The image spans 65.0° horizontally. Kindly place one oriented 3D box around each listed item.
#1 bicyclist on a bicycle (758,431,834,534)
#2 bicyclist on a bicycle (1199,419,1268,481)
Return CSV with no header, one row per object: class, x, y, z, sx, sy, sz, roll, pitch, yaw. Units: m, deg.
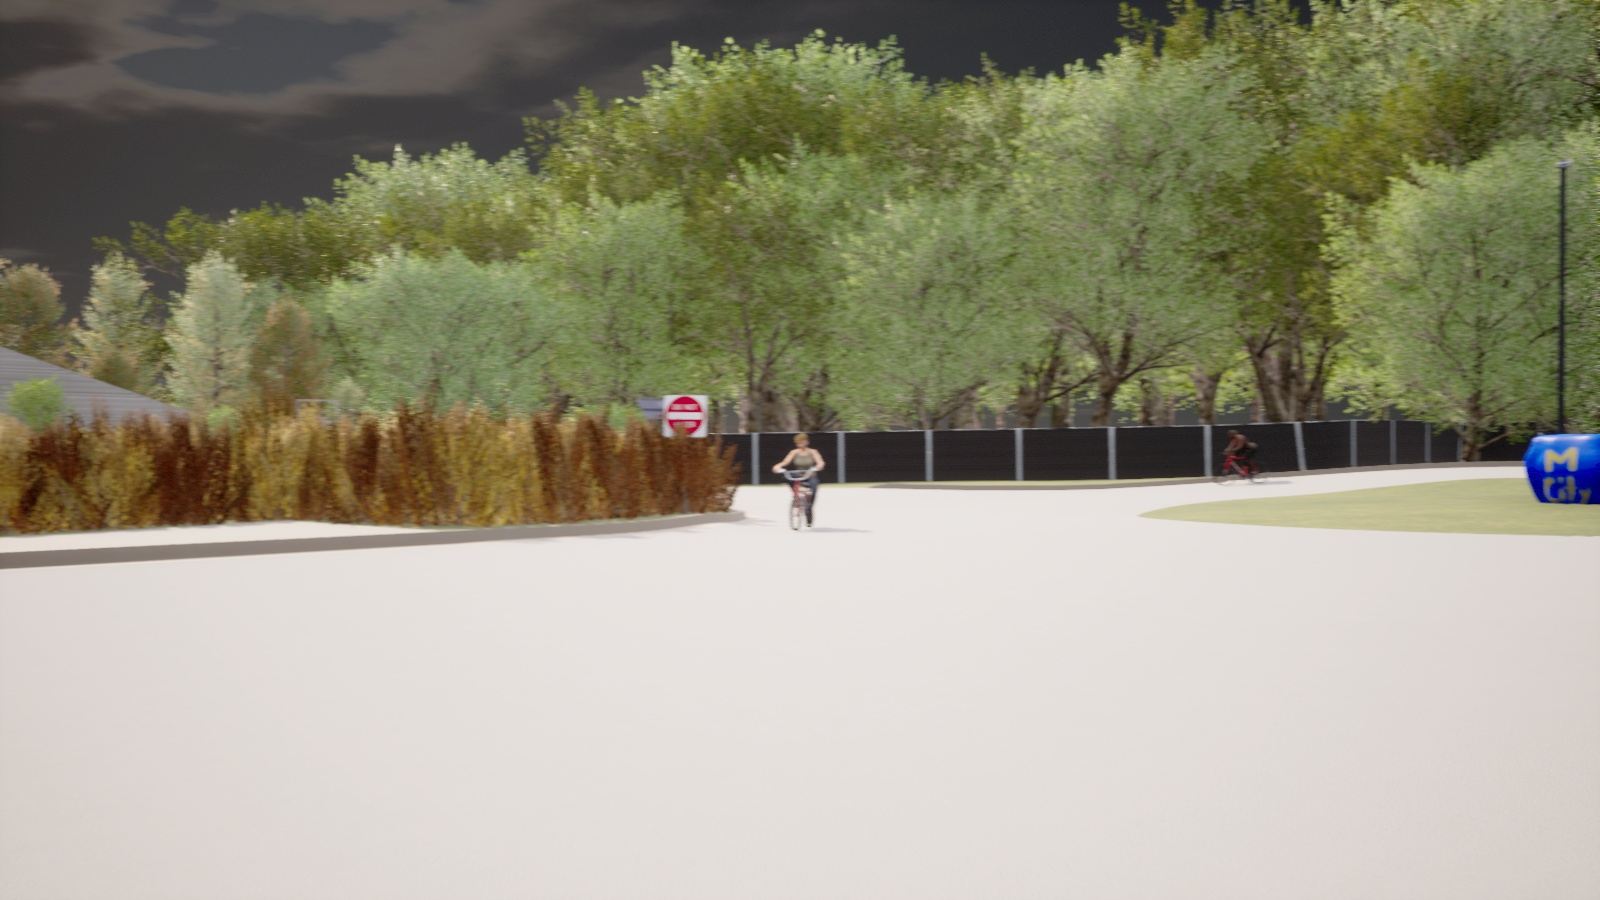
bicyclist on a bicycle,-0.051,0.528,20.832,0.866,1.612,1.509,-2,-1,14
bicyclist on a bicycle,12.505,0.001,36.242,1.656,1.620,0.582,-5,1,-4
